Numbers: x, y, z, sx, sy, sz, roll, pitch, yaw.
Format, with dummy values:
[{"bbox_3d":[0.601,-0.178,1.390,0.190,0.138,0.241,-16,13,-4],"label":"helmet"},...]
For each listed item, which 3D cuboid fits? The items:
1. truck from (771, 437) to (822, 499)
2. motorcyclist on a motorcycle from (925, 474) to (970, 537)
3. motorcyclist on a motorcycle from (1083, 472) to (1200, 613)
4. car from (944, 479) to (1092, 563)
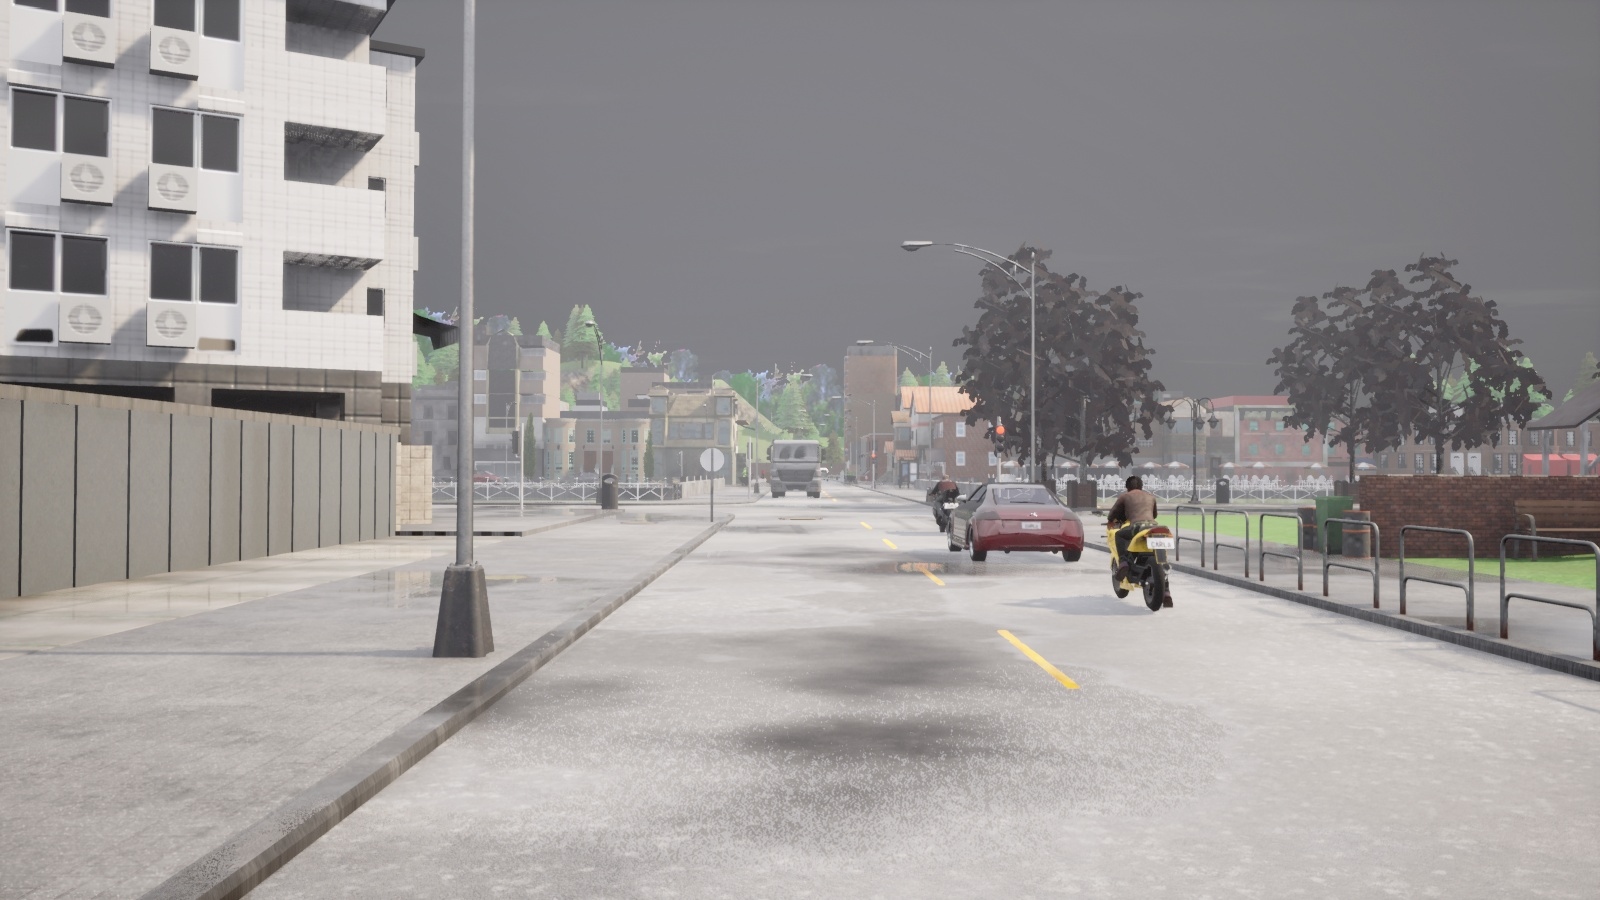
[{"bbox_3d":[-0.218,1.085,74.708,2.891,3.462,7.936,0,-1,0],"label":"truck"},{"bbox_3d":[3.677,1.362,31.448,0.866,1.530,2.191,0,-1,0],"label":"motorcyclist on a motorcycle"},{"bbox_3d":[3.957,1.028,14.727,0.797,1.523,2.044,0,-1,0],"label":"motorcyclist on a motorcycle"},{"bbox_3d":[3.933,1.254,23.348,1.994,1.385,4.181,0,-1,0],"label":"car"}]
